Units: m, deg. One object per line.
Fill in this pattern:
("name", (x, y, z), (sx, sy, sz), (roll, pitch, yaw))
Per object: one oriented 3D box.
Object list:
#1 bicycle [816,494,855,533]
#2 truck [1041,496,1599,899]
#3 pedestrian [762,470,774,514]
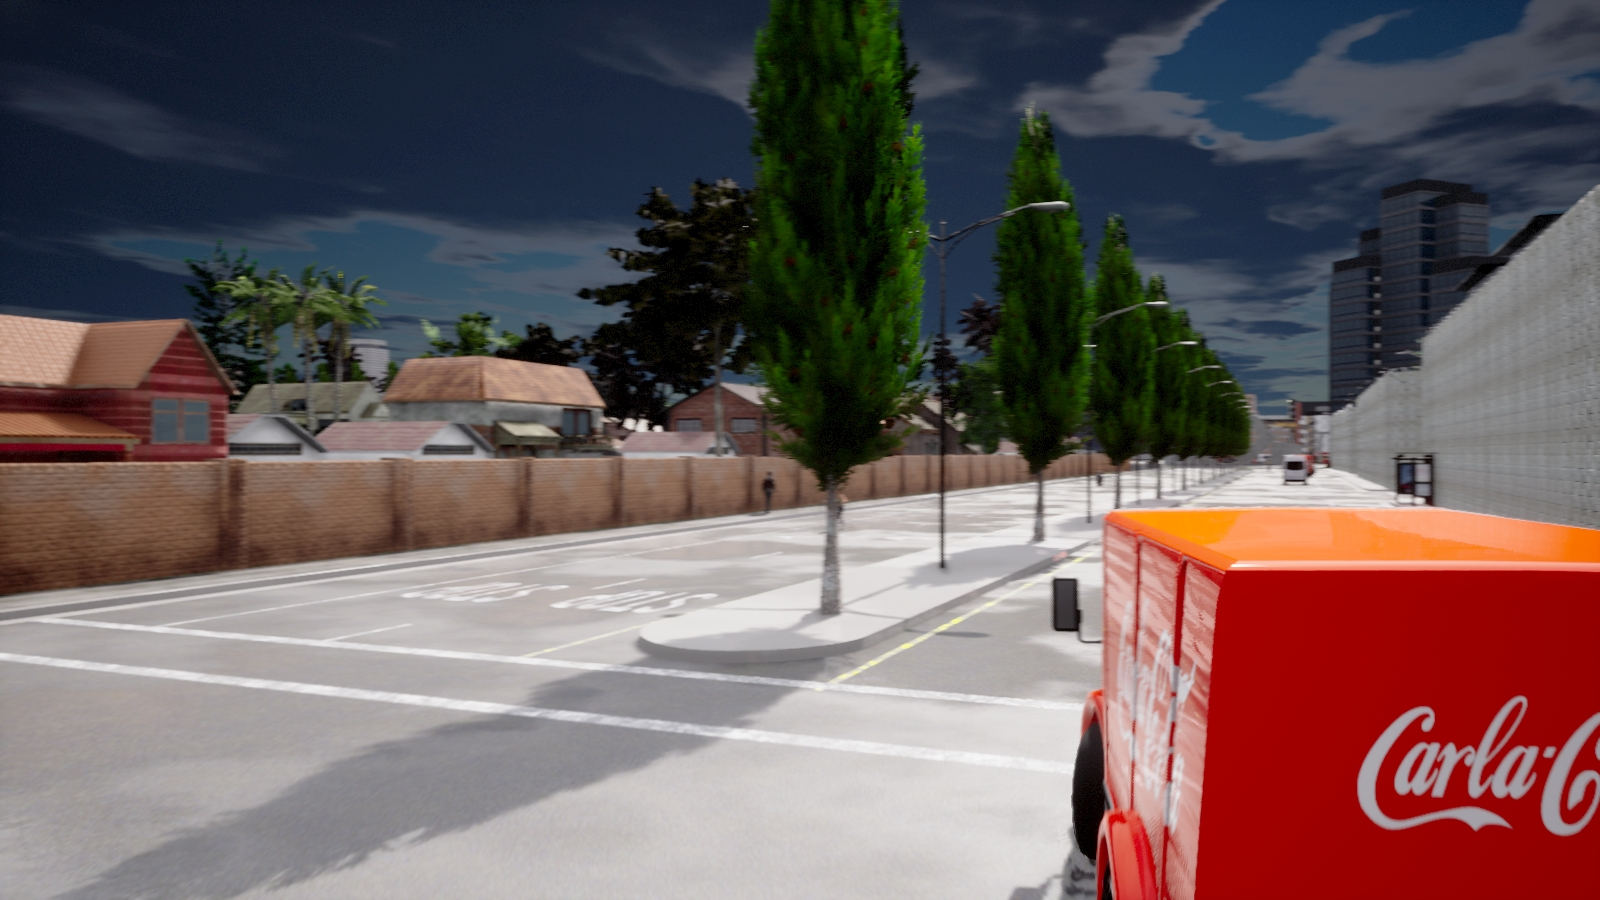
("bicycle", (1.266, 2.231, 40.423), (0.859, 1.301, 1.487), (0, 0, 24))
("truck", (2.866, 1.583, 6.368), (2.627, 2.467, 5.204), (-1, 0, 8))
("pedestrian", (-1.379, 1.797, 48.875), (0.375, 1.860, 0.375), (0, 0, 22))
